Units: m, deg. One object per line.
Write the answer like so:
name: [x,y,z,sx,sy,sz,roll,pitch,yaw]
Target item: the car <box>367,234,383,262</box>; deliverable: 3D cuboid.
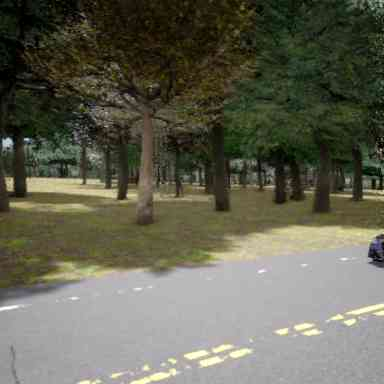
car: [7.549,1.549,10.534,4.181,1.385,1.994,0,0,-29]
